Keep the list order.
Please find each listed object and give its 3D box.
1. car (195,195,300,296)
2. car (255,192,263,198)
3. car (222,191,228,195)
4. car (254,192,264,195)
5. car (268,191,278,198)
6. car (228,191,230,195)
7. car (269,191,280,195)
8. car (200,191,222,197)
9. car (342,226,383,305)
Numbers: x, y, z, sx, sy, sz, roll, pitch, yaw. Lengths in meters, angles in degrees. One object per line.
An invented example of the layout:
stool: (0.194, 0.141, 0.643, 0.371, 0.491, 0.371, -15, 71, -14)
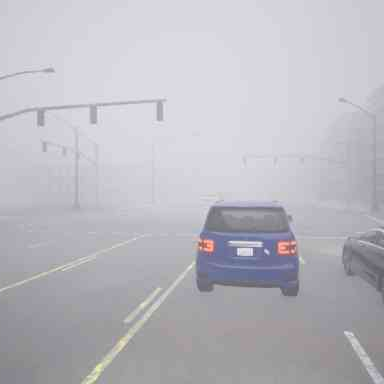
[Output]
car: (1.507, 1.221, 8.903, 2.150, 2.045, 5.566, 0, 0, 11)
car: (17.170, 0.755, 85.272, 1.994, 1.385, 4.181, 0, 1, 11)
car: (4.492, 0.926, 57.643, 2.150, 2.045, 5.566, 0, 1, 11)
car: (15.223, 0.860, 75.415, 1.837, 1.490, 4.892, 0, 1, 11)
car: (20.677, 0.552, 84.966, 2.097, 1.767, 4.553, 0, 1, 11)
car: (6.588, 0.741, 67.884, 2.150, 2.045, 5.566, 0, 1, 12)
car: (18.702, 0.881, 74.961, 2.128, 1.511, 4.902, 0, 1, 11)
car: (2.470, 1.079, 47.455, 2.150, 2.045, 5.566, 0, 1, 11)
car: (4.775, 1.492, 7.383, 2.128, 1.511, 4.902, 0, 0, 11)
